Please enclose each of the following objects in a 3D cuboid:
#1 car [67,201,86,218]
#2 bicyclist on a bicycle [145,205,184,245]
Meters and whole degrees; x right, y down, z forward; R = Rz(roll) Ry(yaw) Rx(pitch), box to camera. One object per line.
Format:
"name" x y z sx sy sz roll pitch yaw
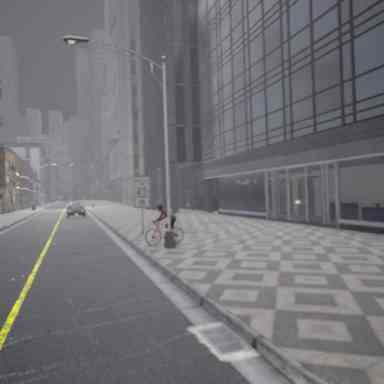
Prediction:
"car" -12.636 2.040 36.338 1.895 1.301 4.718 -2 0 -19
"bicyclist on a bicycle" -1.120 1.339 13.540 1.656 1.620 0.582 -2 0 -20
